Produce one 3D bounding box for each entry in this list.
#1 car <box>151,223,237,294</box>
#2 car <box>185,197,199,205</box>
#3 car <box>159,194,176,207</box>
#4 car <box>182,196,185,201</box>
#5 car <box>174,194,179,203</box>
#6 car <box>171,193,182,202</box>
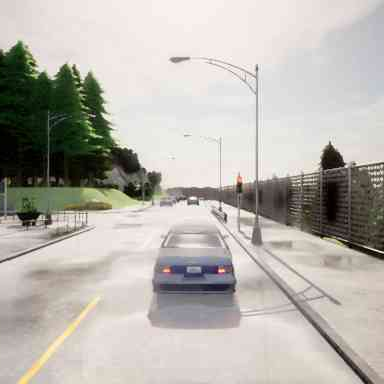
[{"bbox_3d":[0.063,1.547,8.936,2.033,1.411,5.357,0,0,1],"label":"car"},{"bbox_3d":[0.203,1.564,58.592,1.994,1.385,4.181,0,0,0],"label":"car"},{"bbox_3d":[-3.997,1.505,52.486,1.837,1.490,4.892,0,0,0],"label":"car"},{"bbox_3d":[-3.551,1.540,86.722,5.357,1.411,2.033,0,0,40],"label":"car"},{"bbox_3d":[-3.949,1.526,62.383,1.812,1.442,4.674,0,0,1],"label":"car"},{"bbox_3d":[-3.868,1.225,72.788,2.150,2.045,5.566,0,0,0],"label":"car"}]
